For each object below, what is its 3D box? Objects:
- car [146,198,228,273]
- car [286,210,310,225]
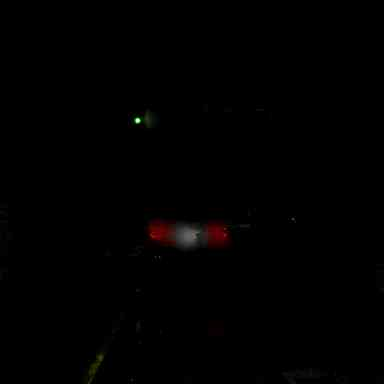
[{"bbox_3d":[-0.308,1.199,10.800,2.150,2.045,5.566,0,0,-6],"label":"car"},{"bbox_3d":[9.076,1.546,23.123,4.718,1.301,1.895,0,0,-10],"label":"car"}]
